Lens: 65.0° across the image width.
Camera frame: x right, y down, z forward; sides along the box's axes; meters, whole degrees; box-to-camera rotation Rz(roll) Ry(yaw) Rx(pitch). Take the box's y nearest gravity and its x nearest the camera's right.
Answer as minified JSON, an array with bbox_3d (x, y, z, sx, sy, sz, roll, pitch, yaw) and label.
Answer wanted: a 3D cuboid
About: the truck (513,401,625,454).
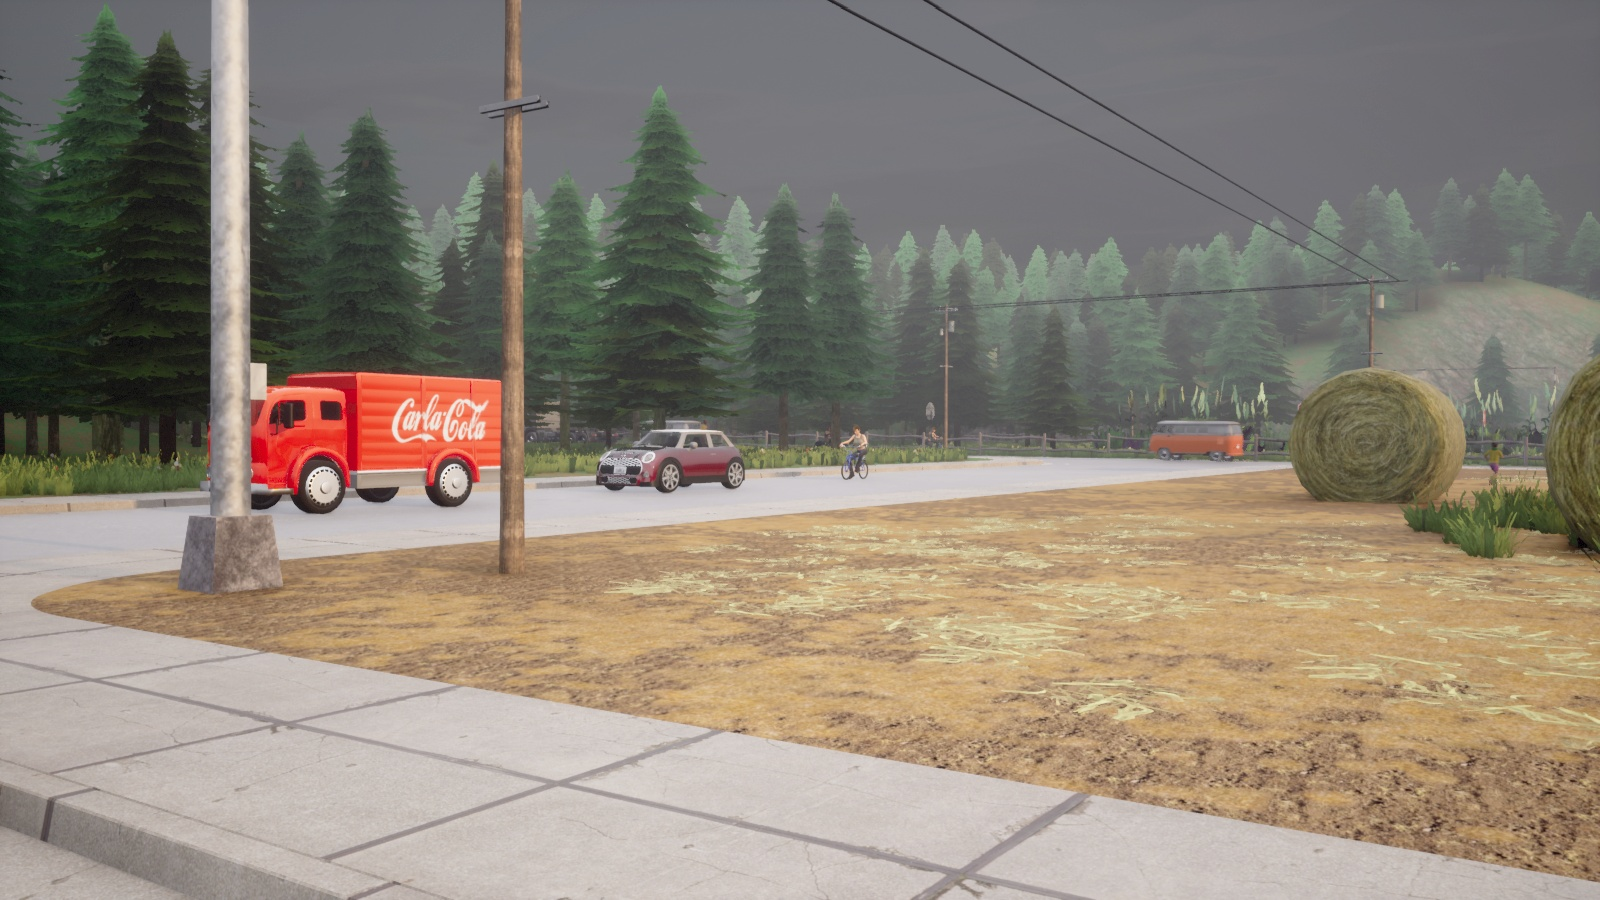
[{"bbox_3d":[-16.088,-1.525,87.023,7.936,3.462,2.891,0,1,36],"label":"truck"}]

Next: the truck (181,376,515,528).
[{"bbox_3d":[-8.142,-0.019,23.156,2.627,2.467,5.204,0,1,35],"label":"truck"}]

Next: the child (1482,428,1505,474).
[{"bbox_3d":[17.372,0.022,31.446,0.473,1.160,0.299,-1,1,-30],"label":"child"}]

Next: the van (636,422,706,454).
[{"bbox_3d":[-8.393,-0.790,81.490,4.442,1.987,1.775,0,1,36],"label":"van"}]

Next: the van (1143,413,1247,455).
[{"bbox_3d":[19.141,-0.781,60.922,4.442,1.987,1.775,0,1,37],"label":"van"}]

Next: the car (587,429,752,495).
[{"bbox_3d":[-3.096,0.248,30.457,1.970,1.475,3.806,0,1,35],"label":"car"}]

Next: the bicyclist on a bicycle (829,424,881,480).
[{"bbox_3d":[1.640,0.045,37.323,0.866,1.612,1.509,0,1,34],"label":"bicyclist on a bicycle"}]
